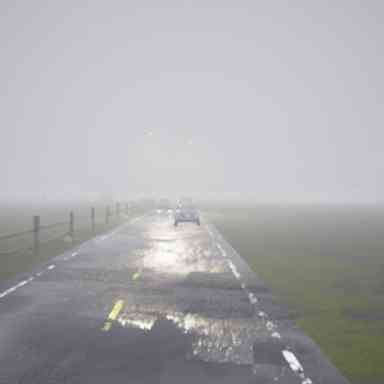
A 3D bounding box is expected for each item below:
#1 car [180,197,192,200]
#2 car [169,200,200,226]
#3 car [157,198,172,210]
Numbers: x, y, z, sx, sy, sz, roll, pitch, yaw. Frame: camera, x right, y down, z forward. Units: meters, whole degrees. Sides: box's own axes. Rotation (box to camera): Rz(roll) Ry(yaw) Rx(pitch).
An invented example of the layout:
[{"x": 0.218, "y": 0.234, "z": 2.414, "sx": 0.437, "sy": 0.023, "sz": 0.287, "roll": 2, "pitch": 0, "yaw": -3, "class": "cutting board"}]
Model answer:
[{"x": -0.737, "y": 1.432, "z": 40.538, "sx": 2.097, "sy": 1.767, "sz": 4.553, "roll": 0, "pitch": 0, "yaw": -1, "class": "car"}, {"x": -0.368, "y": 1.598, "z": 24.215, "sx": 2.033, "sy": 1.411, "sz": 5.357, "roll": 0, "pitch": 0, "yaw": -1, "class": "car"}, {"x": -3.662, "y": 1.614, "z": 45.100, "sx": 1.837, "sy": 1.490, "sz": 4.892, "roll": 0, "pitch": 0, "yaw": -1, "class": "car"}]
